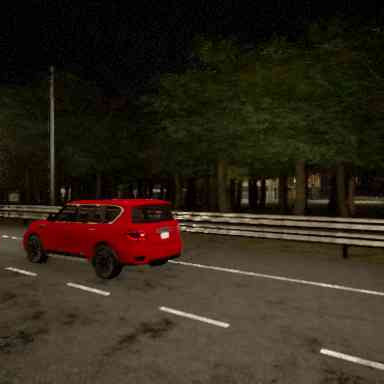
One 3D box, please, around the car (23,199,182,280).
[{"bbox_3d":[-2.889,1.233,10.225,5.566,2.045,2.150,0,0,36],"label":"car"}]
